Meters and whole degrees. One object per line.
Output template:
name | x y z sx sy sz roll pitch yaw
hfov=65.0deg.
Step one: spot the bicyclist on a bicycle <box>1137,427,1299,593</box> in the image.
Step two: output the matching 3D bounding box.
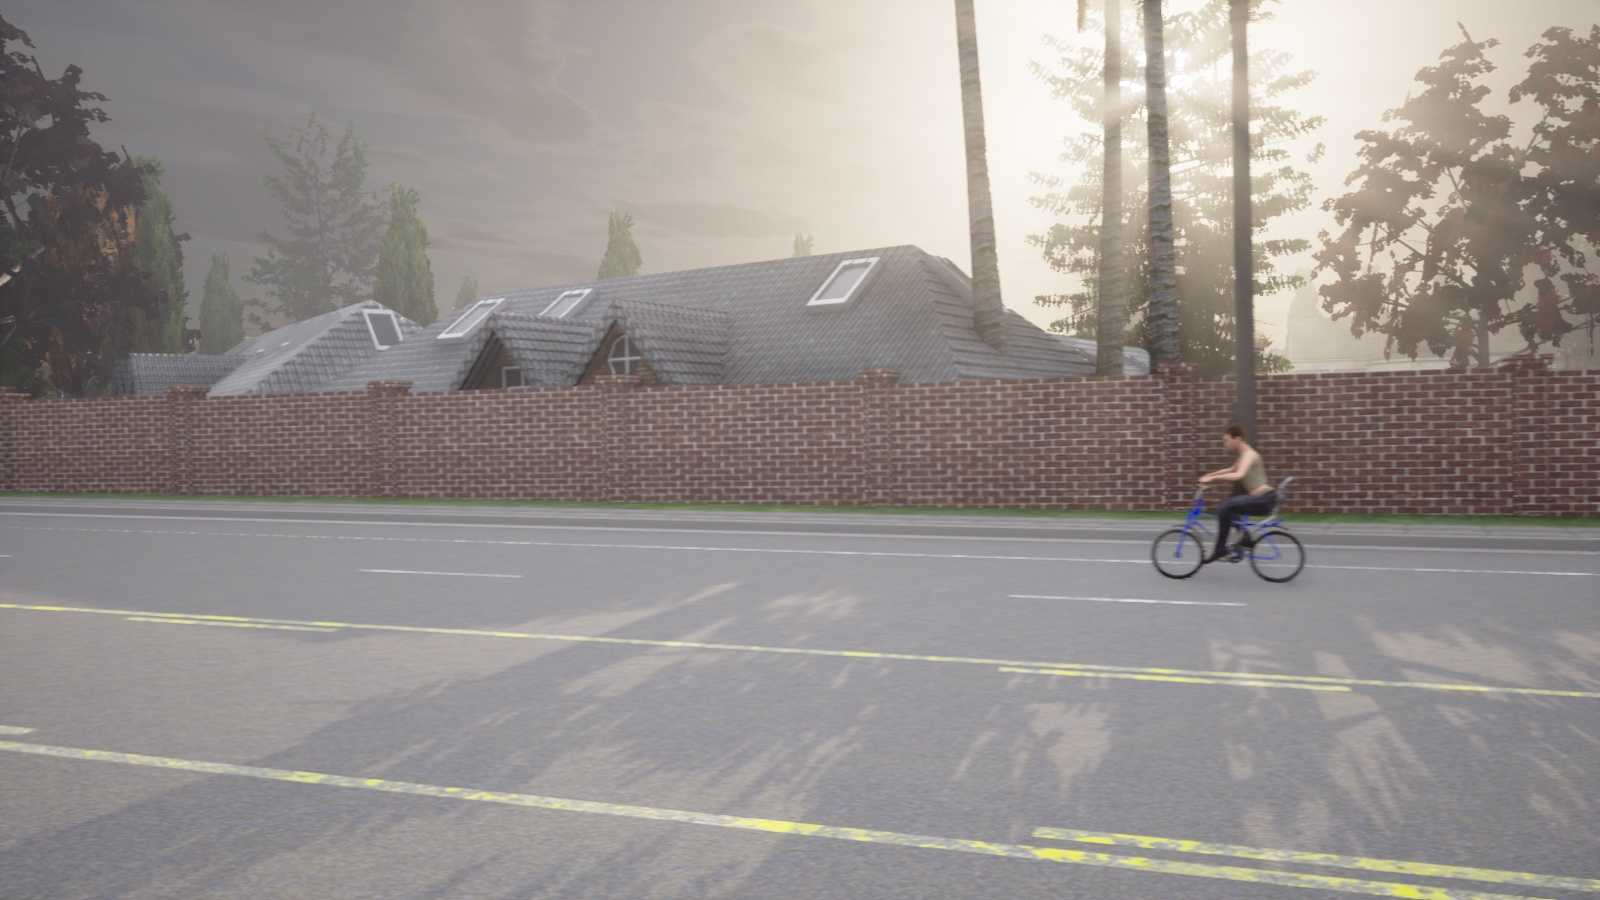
bicyclist on a bicycle | 4.261 0.574 12.831 1.509 1.612 0.866 0 1 19
